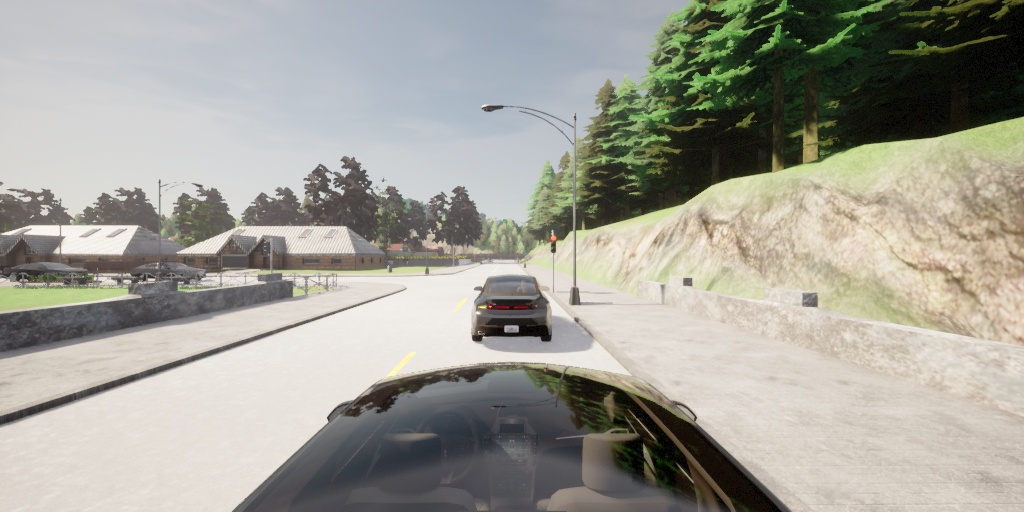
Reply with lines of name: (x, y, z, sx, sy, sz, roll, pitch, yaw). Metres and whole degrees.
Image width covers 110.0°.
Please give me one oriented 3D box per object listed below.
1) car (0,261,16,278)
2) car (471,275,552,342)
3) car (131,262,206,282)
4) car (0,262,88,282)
car: (-48.132, 1.227, 32.056, 5.008, 1.535, 1.882, 0, 0, 0)
car: (-0.009, 1.255, 9.801, 1.837, 1.490, 4.892, 0, 0, 0)
car: (-26.812, 1.241, 28.097, 4.902, 1.511, 2.128, 0, 0, 0)
car: (-36.265, 1.227, 28.020, 5.008, 1.535, 1.882, 0, 0, 0)
